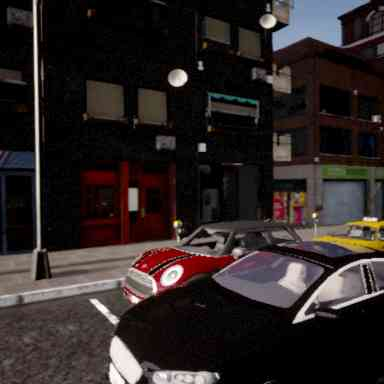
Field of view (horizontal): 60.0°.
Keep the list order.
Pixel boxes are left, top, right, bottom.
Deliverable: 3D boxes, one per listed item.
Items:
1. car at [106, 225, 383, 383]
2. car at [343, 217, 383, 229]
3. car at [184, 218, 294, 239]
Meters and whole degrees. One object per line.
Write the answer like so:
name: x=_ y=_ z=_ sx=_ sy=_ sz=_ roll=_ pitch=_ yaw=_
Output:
car: x=1.438 y=1.455 z=4.252 sx=4.902 sy=1.511 sz=2.128 roll=0 pitch=1 yaw=-30
car: x=5.154 y=1.457 z=9.859 sx=4.829 sy=1.417 sz=1.752 roll=0 pitch=0 yaw=-33
car: x=0.674 y=1.373 z=6.928 sx=4.097 sy=1.590 sz=1.967 roll=0 pitch=0 yaw=-33
